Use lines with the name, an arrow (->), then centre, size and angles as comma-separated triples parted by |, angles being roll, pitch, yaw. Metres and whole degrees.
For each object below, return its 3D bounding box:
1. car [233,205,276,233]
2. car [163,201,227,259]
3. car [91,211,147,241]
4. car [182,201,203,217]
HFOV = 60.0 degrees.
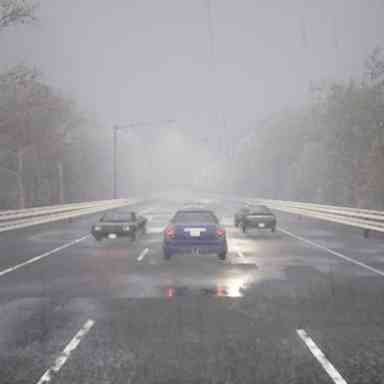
car -> 3.595, 1.482, 19.594 | 2.128, 1.511, 4.902 | 0, 0, 0
car -> 0.099, 1.347, 12.783 | 2.097, 1.767, 4.553 | 0, 0, 0
car -> -3.403, 1.594, 16.474 | 1.895, 1.301, 4.718 | 0, 0, 0
car -> 0.072, 1.574, 32.507 | 1.895, 1.301, 4.718 | 0, 0, 0
